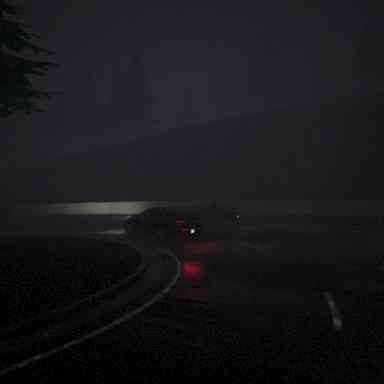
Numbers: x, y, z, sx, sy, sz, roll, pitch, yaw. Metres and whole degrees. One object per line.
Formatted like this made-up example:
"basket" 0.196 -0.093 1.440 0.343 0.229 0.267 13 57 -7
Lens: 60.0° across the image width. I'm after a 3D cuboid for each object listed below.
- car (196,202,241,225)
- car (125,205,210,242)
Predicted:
"car" 1.070 1.434 23.256 4.902 1.511 2.128 -1 0 37
"car" -1.567 1.506 16.622 1.837 1.490 4.892 2 -2 -41
